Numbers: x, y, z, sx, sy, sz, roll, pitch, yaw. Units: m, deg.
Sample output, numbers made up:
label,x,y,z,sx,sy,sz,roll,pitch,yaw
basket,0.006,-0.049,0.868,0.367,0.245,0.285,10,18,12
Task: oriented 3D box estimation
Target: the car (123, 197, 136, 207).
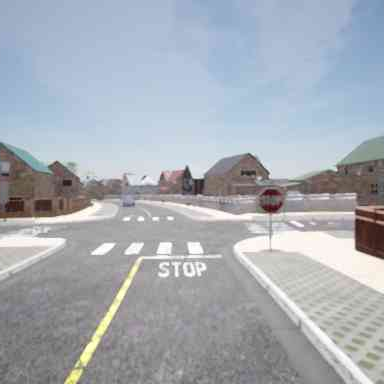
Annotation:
label,x,y,z,sx,sy,sz,roll,pitch,yaw
car,-9.629,1.565,51.024,1.812,1.442,4.674,0,0,-15
